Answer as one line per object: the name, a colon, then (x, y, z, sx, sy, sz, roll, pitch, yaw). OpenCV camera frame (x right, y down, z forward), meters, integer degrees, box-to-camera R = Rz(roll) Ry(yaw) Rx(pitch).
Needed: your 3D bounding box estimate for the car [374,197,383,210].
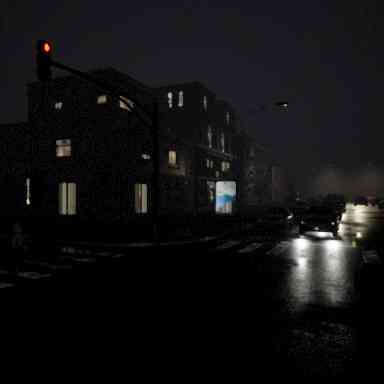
car: (24.494, 1.557, 41.820, 2.008, 1.369, 4.403, 0, 0, 25)

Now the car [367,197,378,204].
car: (36.204, 1.599, 66.822, 1.802, 1.307, 4.206, 0, 0, 25)

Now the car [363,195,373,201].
car: (43.231, 1.468, 81.824, 1.967, 1.590, 4.097, 0, 0, 25)

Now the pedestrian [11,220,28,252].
pedestrian: (-6.305, 1.543, 12.131, 0.375, 1.300, 0.375, 0, -1, 26)

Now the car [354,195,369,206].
car: (27.507, 1.487, 54.370, 1.882, 1.535, 5.008, 0, 0, 25)

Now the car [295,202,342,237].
car: (7.126, 1.526, 18.418, 1.812, 1.442, 4.674, 0, 0, 26)

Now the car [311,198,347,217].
car: (11.556, 1.493, 27.775, 2.128, 1.511, 4.902, 0, 0, 25)

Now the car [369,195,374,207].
car: (29.179, 1.450, 51.820, 1.967, 1.590, 4.097, 0, 0, 25)

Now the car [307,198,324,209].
car: (16.838, 1.530, 45.233, 1.752, 1.417, 4.829, 0, 0, 25)

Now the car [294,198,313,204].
car: (9.884, 1.552, 30.384, 2.008, 1.369, 4.403, 0, 0, 25)

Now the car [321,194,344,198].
car: (16.135, 1.225, 37.397, 2.150, 2.045, 5.566, 0, 0, 25)

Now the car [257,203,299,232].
car: (5.200, 1.582, 20.383, 1.802, 1.307, 4.206, 0, 0, 25)

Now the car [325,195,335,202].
car: (33.306, 1.463, 80.392, 1.967, 1.590, 4.097, 0, 0, 25)

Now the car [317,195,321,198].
car: (14.569, 1.444, 40.385, 1.967, 1.590, 4.097, 0, 0, 25)

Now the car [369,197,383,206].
car: (31.520, 1.562, 56.822, 2.008, 1.369, 4.403, 0, 0, 25)
